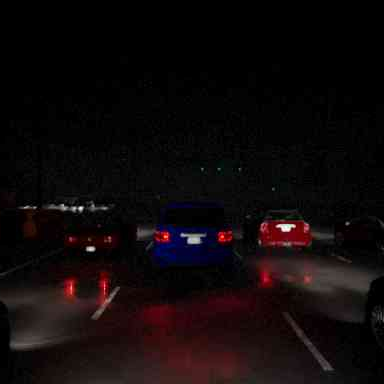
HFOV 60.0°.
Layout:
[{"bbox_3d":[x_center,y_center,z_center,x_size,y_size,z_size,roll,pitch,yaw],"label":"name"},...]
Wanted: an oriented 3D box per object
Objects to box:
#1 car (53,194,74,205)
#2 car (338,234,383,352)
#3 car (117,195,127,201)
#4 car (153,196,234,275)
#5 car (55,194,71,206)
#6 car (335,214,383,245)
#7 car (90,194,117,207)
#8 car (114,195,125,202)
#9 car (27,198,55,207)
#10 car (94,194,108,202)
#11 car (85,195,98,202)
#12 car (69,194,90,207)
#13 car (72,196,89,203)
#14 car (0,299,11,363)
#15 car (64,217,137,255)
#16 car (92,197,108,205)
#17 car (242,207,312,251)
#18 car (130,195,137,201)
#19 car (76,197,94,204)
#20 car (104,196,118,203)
[{"bbox_3d":[-25.002,1.342,64.946,2.150,2.045,5.566,0,0,0],"label":"car"},{"bbox_3d":[3.593,1.509,3.213,2.128,1.511,4.902,0,0,0],"label":"car"},{"bbox_3d":[-14.507,1.665,65.527,2.033,1.411,5.357,0,0,0],"label":"car"},{"bbox_3d":[0.025,1.278,10.778,2.150,2.045,5.566,0,0,0],"label":"car"},{"bbox_3d":[-21.484,1.333,56.889,2.150,2.045,5.566,0,0,0],"label":"car"},{"bbox_3d":[7.025,1.554,12.344,2.128,1.511,4.902,0,0,0],"label":"car"},{"bbox_3d":[-14.506,1.331,54.826,2.150,2.045,5.566,0,0,-1],"label":"car"},{"bbox_3d":[-18.408,1.609,84.955,1.882,1.535,5.008,0,0,-3],"label":"car"},{"bbox_3d":[-24.981,1.657,54.559,2.033,1.411,5.357,0,0,0],"label":"car"},{"bbox_3d":[-21.637,1.483,79.258,2.097,1.767,4.553,0,0,0],"label":"car"},{"bbox_3d":[-25.401,1.657,84.466,2.128,1.511,4.902,0,0,-3],"label":"car"},{"bbox_3d":[-17.989,1.601,54.929,2.128,1.511,4.902,0,0,0],"label":"car"},{"bbox_3d":[-25.090,1.664,75.060,2.033,1.411,5.357,0,0,0],"label":"car"},{"bbox_3d":[-3.402,1.365,2.477,2.097,1.767,4.553,0,0,0],"label":"car"},{"bbox_3d":[-3.479,1.671,13.621,1.895,1.301,4.718,0,0,0],"label":"car"},{"bbox_3d":[-18.003,1.643,65.088,1.812,1.442,4.674,0,0,0],"label":"car"},{"bbox_3d":[3.512,1.425,14.587,2.097,1.767,4.553,0,0,0],"label":"car"},{"bbox_3d":[-14.593,1.664,75.413,2.033,1.411,5.357,0,0,0],"label":"car"},{"bbox_3d":[-21.521,1.659,67.233,2.033,1.411,5.357,0,0,0],"label":"car"},{"bbox_3d":[-18.081,1.624,74.291,1.837,1.490,4.892,0,0,0],"label":"car"}]
